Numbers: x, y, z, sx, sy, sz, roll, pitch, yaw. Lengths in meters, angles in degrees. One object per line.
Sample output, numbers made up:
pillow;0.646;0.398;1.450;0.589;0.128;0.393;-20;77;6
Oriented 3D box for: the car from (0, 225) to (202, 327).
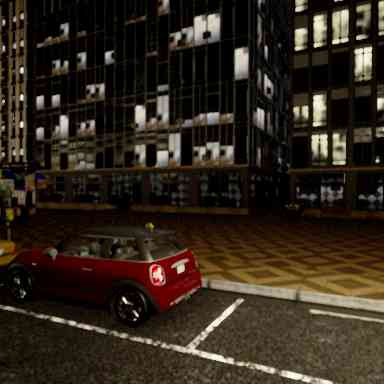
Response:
car;-1.945;1.429;6.937;4.097;1.590;1.967;0;0;26
